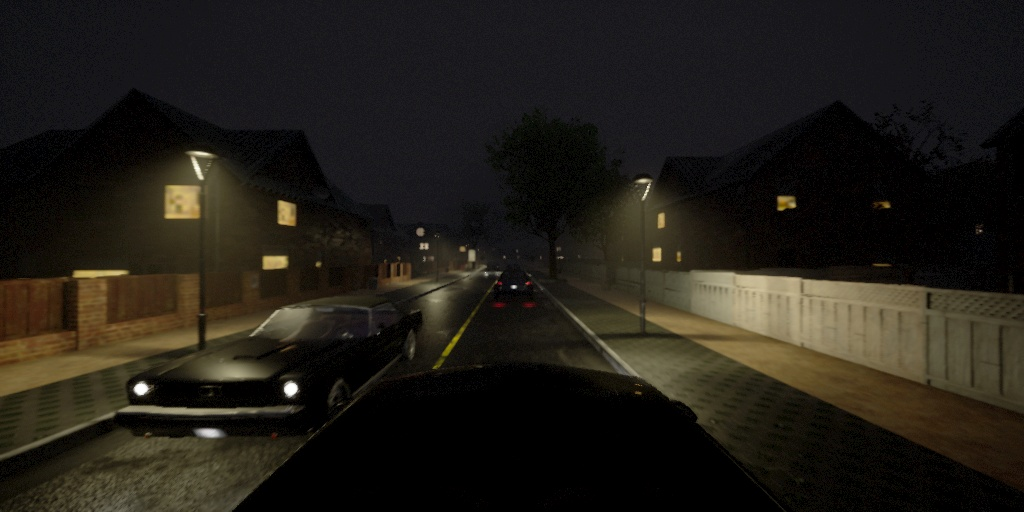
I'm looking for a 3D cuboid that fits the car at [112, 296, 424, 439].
[{"bbox_3d":[-2.853,1.372,5.592,1.895,1.301,4.718,0,0,0],"label":"car"}]

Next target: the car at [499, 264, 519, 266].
[{"bbox_3d":[0.087,1.490,35.693,2.033,1.411,5.357,0,0,0],"label":"car"}]

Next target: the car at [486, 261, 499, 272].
[{"bbox_3d":[-2.776,1.508,52.505,1.882,1.535,5.008,0,-1,0],"label":"car"}]

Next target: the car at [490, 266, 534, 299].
[{"bbox_3d":[0.091,1.411,18.696,1.994,1.385,4.181,0,0,0],"label":"car"}]
